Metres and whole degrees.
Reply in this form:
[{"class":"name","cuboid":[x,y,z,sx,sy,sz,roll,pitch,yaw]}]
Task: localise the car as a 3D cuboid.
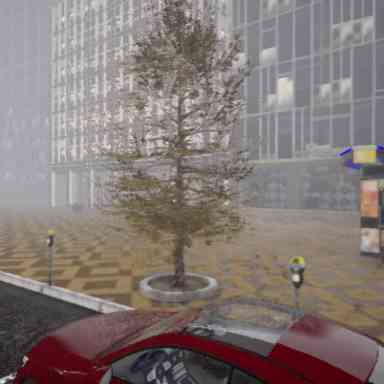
[{"class":"car","cuboid":[0.241,1.584,2.695,4.206,1.307,1.802,0,0,35]}]
